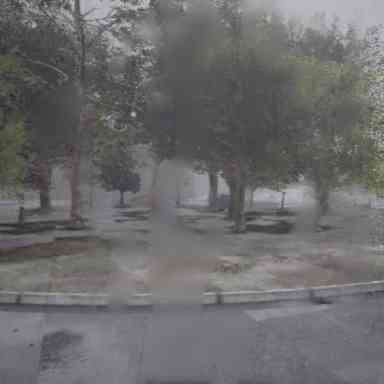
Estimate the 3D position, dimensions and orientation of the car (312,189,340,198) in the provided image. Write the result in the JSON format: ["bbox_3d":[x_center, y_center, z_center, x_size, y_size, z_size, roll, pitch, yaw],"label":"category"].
[{"bbox_3d":[26.703,0.690,65.896,4.792,1.488,2.163,1,1,19],"label":"car"}]

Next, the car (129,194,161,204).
[{"bbox_3d":[-6.019,0.948,42.674,4.181,1.385,1.994,0,1,-10],"label":"car"}]

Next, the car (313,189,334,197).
[{"bbox_3d":[31.137,0.261,78.937,4.553,1.767,2.185,1,2,19],"label":"car"}]

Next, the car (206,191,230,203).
[{"bbox_3d":[4.311,0.950,45.580,4.674,1.442,1.812,1,1,17],"label":"car"}]

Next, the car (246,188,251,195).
[{"bbox_3d":[11.693,0.167,84.484,4.892,1.521,2.231,1,1,18],"label":"car"}]

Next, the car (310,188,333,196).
[{"bbox_3d":[33.784,-0.060,86.837,5.566,2.045,2.435,1,2,18],"label":"car"}]
